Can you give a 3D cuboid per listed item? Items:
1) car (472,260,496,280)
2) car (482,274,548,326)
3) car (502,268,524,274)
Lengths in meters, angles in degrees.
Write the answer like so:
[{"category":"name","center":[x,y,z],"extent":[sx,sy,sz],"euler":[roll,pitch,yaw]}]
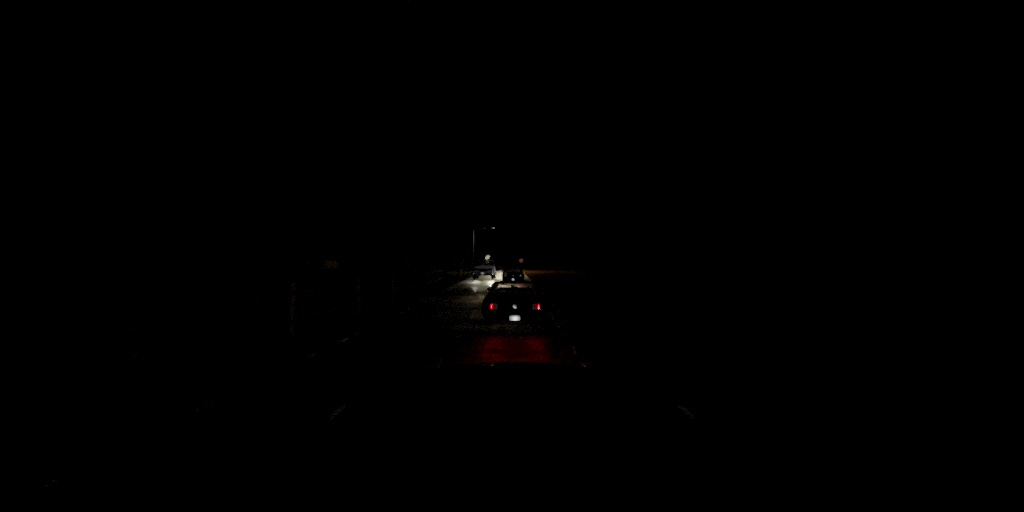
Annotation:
[{"category":"car","center":[-2.831,1.379,37.537],"extent":[2.150,2.045,5.566],"euler":[0,-1,0]},{"category":"car","center":[0.090,1.466,12.208],"extent":[1.895,1.301,4.718],"euler":[0,-1,0]},{"category":"car","center":[0.084,1.691,31.976],"extent":[1.895,1.301,4.718],"euler":[0,-1,0]}]
